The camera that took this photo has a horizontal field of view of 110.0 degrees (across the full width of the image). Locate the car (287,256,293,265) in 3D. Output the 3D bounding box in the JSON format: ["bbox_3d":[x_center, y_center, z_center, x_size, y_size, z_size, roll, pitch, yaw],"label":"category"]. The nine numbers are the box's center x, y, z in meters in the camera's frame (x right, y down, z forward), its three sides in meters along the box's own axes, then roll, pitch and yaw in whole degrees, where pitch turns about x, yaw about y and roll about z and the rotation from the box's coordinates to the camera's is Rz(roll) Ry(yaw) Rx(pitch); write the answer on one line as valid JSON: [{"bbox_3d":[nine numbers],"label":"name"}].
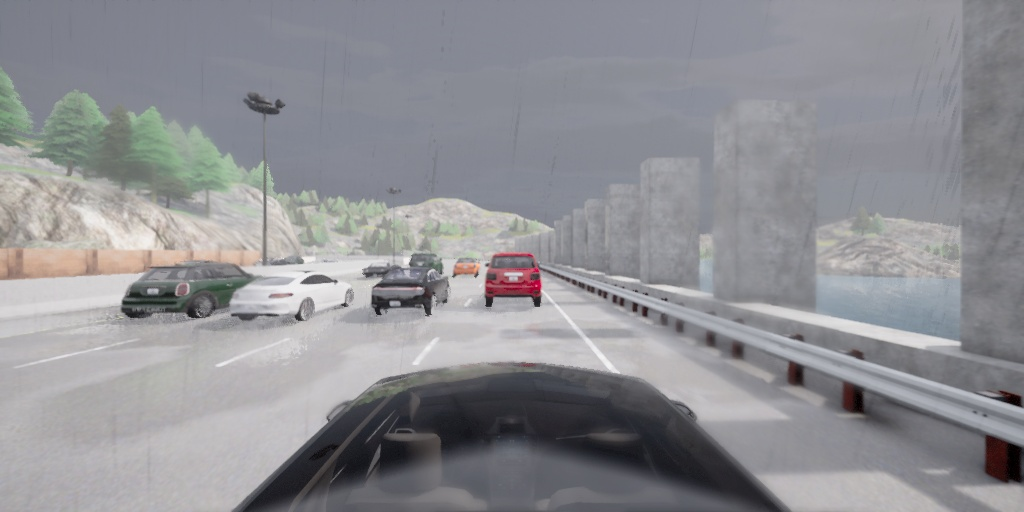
[{"bbox_3d":[-29.488,0.967,43.790,2.128,1.511,4.902,0,1,-5],"label":"car"}]

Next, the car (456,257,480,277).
[{"bbox_3d":[-3.938,0.903,31.783,2.097,1.767,4.553,0,0,-2],"label":"car"}]

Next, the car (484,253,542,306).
[{"bbox_3d":[0.016,0.881,15.337,2.150,2.045,5.566,0,0,-1],"label":"car"}]

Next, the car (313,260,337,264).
[{"bbox_3d":[-22.413,1.078,43.384,1.895,1.301,4.718,0,0,-5],"label":"car"}]

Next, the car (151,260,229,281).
[{"bbox_3d":[-25.023,1.086,28.165,1.837,1.490,4.892,0,0,-2],"label":"car"}]

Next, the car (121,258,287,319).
[{"bbox_3d":[-10.457,1.032,12.548,2.097,1.767,4.553,0,0,-1],"label":"car"}]

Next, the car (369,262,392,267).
[{"bbox_3d":[-10.887,1.162,30.479,1.895,1.301,4.718,0,0,-2],"label":"car"}]

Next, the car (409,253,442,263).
[{"bbox_3d":[-7.412,0.777,31.219,2.150,2.045,5.566,0,0,-2],"label":"car"}]

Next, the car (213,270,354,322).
[{"bbox_3d":[-6.958,1.210,11.832,1.812,1.442,4.674,0,0,-1],"label":"car"}]

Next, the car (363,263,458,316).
[{"bbox_3d":[-3.459,1.167,12.950,2.128,1.511,4.902,0,0,-1],"label":"car"}]
